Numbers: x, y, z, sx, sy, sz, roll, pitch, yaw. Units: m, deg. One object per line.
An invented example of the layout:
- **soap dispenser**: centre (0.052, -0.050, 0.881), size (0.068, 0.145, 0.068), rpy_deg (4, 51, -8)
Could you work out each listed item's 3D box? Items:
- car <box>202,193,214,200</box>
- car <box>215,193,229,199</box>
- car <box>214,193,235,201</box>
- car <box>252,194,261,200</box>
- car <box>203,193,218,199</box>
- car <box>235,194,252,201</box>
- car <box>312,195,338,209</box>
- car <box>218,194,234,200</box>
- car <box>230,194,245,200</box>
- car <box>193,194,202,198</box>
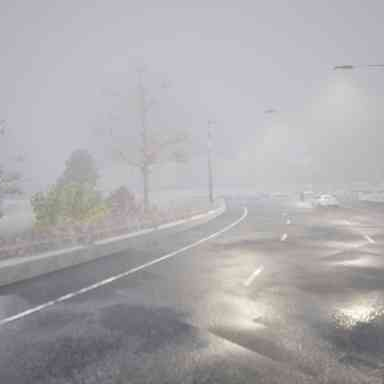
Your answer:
- **car**: centre (4.898, 1.318, 80.128), size (1.882, 1.535, 5.008), rpy_deg (-2, 0, -18)
- **car**: centre (8.329, 1.064, 92.200), size (1.812, 1.442, 4.674), rpy_deg (-2, 0, -23)
- **car**: centre (6.951, 1.126, 71.278), size (2.097, 1.767, 4.553), rpy_deg (-2, 0, -11)
- **car**: centre (13.662, 1.097, 73.490), size (1.994, 1.385, 4.181), rpy_deg (-2, 0, -11)
- **car**: centre (5.053, 1.128, 90.967), size (1.882, 1.535, 5.008), rpy_deg (-2, 0, -23)
- **car**: centre (10.436, 1.193, 71.669), size (2.033, 1.411, 5.357), rpy_deg (-2, 0, -11)
- **car**: centre (14.585, 1.038, 36.587), size (1.812, 1.442, 4.674), rpy_deg (-2, 0, 8)
- **car**: centre (8.257, 1.227, 81.113), size (1.837, 1.490, 4.892), rpy_deg (-2, 0, -18)
- **car**: centre (11.355, 1.176, 83.032), size (1.994, 1.385, 4.181), rpy_deg (-2, 0, -18)
- **car**: centre (1.781, 1.285, 89.735), size (1.812, 1.442, 4.674), rpy_deg (-2, 0, -23)
